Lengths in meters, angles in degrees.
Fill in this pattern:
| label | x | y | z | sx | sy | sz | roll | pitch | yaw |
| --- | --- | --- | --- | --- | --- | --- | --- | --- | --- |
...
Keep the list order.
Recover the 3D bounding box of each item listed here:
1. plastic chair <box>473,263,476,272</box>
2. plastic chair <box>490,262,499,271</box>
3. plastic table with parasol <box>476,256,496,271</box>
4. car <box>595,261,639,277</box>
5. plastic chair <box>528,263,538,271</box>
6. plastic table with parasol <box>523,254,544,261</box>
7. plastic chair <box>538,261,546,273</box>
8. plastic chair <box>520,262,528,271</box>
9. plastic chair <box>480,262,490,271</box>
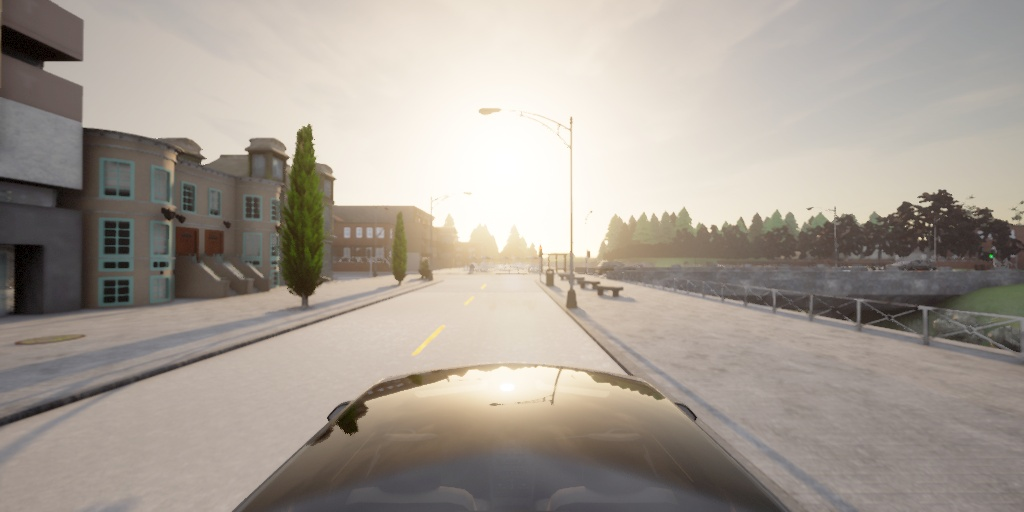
| label | x | y | z | sx | sy | sz | roll | pitch | yaw |
| --- | --- | --- | --- | --- | --- | --- | --- | --- | --- |
| plastic chair | -5.639 | 1.818 | 59.968 | 0.730 | 1.272 | 0.750 | 0 | 0 | 0 |
| plastic chair | -3.039 | 1.816 | 59.772 | 0.730 | 1.272 | 0.750 | 0 | 0 | 0 |
| plastic table with parasol | -4.319 | 1.214 | 59.890 | 2.482 | 2.480 | 2.482 | 0 | 0 | 0 |
| car | 11.729 | 1.303 | 40.005 | 4.553 | 1.767 | 2.097 | 0 | -1 | 0 |
| plastic chair | 3.363 | 1.799 | 57.881 | 0.750 | 1.272 | 0.730 | 0 | 0 | 0 |
| plastic table with parasol | 3.502 | 1.207 | 59.151 | 2.482 | 2.480 | 2.482 | 0 | 0 | 0 |
| plastic chair | 4.762 | 1.809 | 58.983 | 0.730 | 1.272 | 0.750 | 0 | 0 | 0 |
| plastic chair | 2.162 | 1.811 | 59.179 | 0.730 | 1.272 | 0.750 | 0 | 0 | 0 |
| plastic chair | -4.438 | 1.806 | 58.670 | 0.750 | 1.272 | 0.730 | 0 | 0 | 0 |
